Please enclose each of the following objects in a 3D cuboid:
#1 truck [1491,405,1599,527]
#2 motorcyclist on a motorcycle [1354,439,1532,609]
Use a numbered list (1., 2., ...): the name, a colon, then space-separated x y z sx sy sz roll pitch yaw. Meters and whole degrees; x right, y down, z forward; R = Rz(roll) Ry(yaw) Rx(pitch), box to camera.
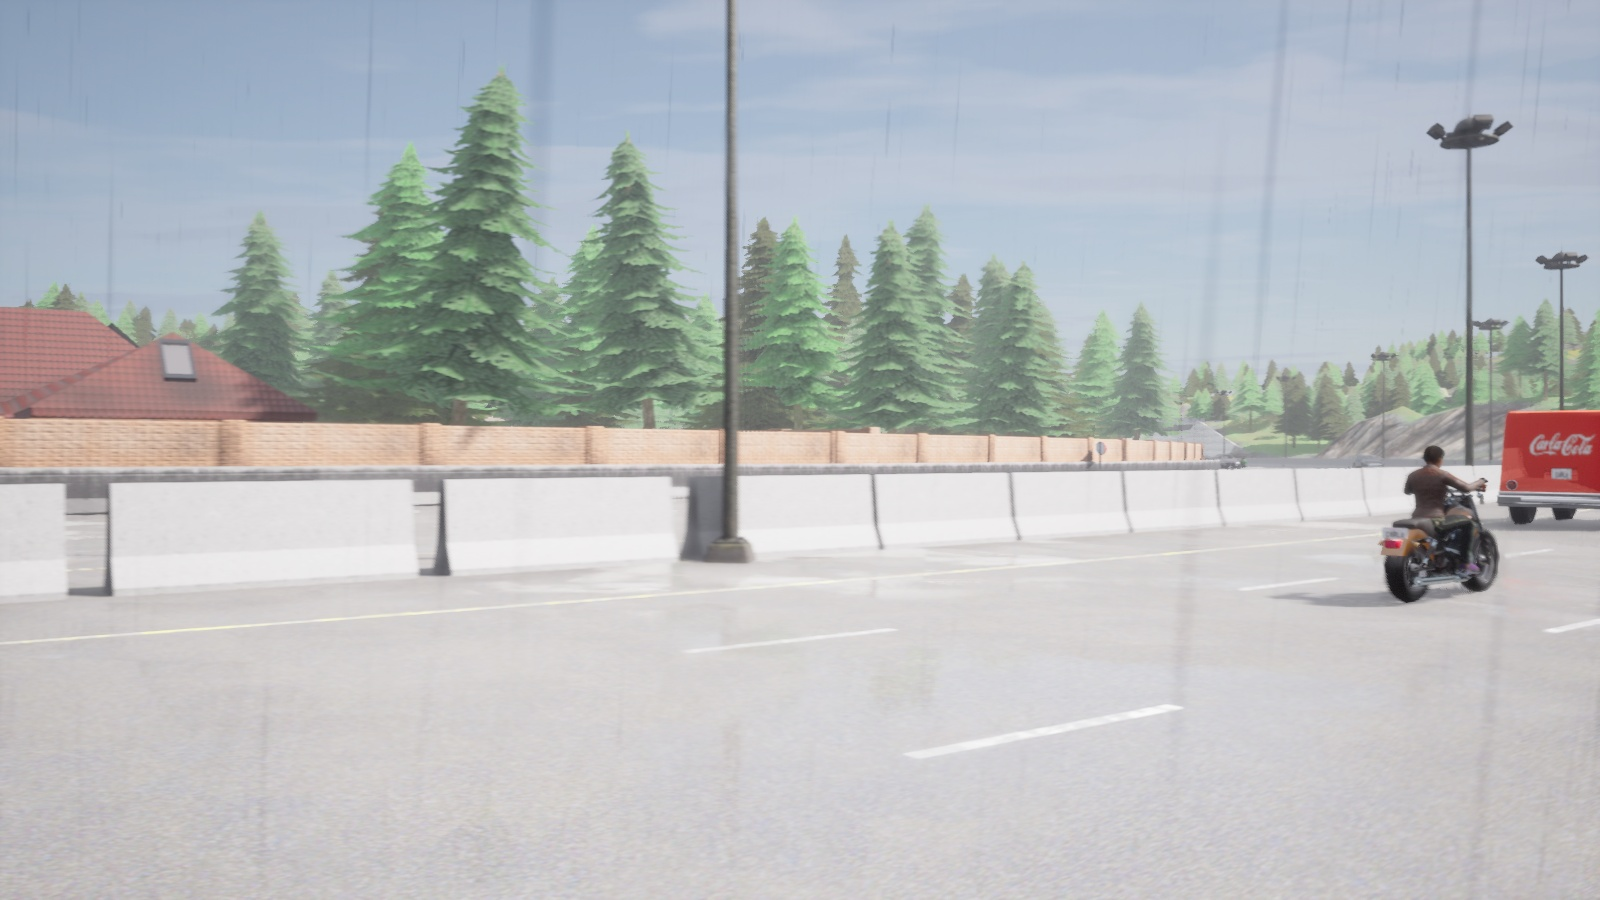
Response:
1. truck: 17.486 0.322 27.692 2.627 2.467 5.204 0 0 45
2. motorcyclist on a motorcycle: 6.818 0.731 13.258 2.350 1.649 0.766 0 -1 -39
